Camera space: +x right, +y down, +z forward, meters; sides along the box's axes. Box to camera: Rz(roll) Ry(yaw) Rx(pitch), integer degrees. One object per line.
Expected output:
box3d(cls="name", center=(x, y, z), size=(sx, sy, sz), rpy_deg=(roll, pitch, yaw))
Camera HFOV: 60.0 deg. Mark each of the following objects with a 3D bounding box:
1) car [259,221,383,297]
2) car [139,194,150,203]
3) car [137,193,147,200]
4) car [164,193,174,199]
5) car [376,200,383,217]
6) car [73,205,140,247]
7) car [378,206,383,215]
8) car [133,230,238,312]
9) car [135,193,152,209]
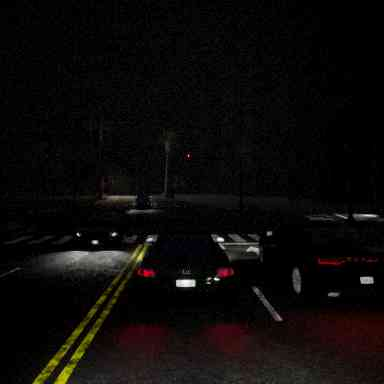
box3d(cls="car", center=(3.117, 1.476, 8.613), size=(1.882, 1.535, 5.008), rpy_deg=(0, 0, -3))
box3d(cls="car", center=(-8.368, 1.110, 58.113), size=(1.837, 1.490, 4.892), rpy_deg=(0, 1, -9))
box3d(cls="car", center=(-11.009, 0.962, 73.371), size=(1.994, 1.385, 4.181), rpy_deg=(0, 1, -11))
box3d(cls="car", center=(-5.450, 0.877, 78.573), size=(2.128, 1.511, 4.902), rpy_deg=(0, 1, -12))
box3d(cls="car", center=(19.252, 1.490, 30.061), size=(4.181, 1.385, 1.994), rpy_deg=(0, 0, 13))
box3d(cls="car", center=(-3.850, 1.545, 15.445), size=(2.033, 1.411, 5.357), rpy_deg=(0, 0, -3))
box3d(cls="car", center=(18.305, 1.418, 26.938), size=(5.008, 1.535, 1.882), rpy_deg=(0, 0, 12))
box3d(cls="car", center=(-0.158, 1.563, 7.812), size=(1.994, 1.385, 4.181), rpy_deg=(0, 0, -1))
box3d(cls="car", center=(-6.084, 1.294, 41.489), size=(1.882, 1.535, 5.008), rpy_deg=(0, 1, -7))
